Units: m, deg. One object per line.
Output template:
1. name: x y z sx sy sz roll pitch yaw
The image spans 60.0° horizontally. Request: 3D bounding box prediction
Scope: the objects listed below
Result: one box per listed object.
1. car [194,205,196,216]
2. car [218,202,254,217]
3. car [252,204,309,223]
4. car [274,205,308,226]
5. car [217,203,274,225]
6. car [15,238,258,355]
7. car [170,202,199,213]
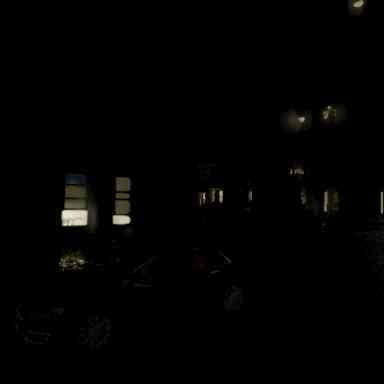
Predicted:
1. car: -1.367 1.896 33.352 1.802 1.307 4.206 1 -1 -35
2. car: 5.083 2.006 39.204 1.967 1.590 4.097 1 -1 -35
3. car: 7.934 1.888 30.290 1.882 1.535 5.008 2 -2 -34
4. car: 6.942 1.861 26.226 1.994 1.385 4.181 2 -1 -35
5. car: 3.792 1.781 25.976 1.887 1.381 4.507 1 -1 -35
6. car: -0.719 1.577 6.029 4.403 1.369 2.008 1 1 -35
7. car: -1.123 2.211 48.064 2.008 1.369 4.403 1 -1 -35
